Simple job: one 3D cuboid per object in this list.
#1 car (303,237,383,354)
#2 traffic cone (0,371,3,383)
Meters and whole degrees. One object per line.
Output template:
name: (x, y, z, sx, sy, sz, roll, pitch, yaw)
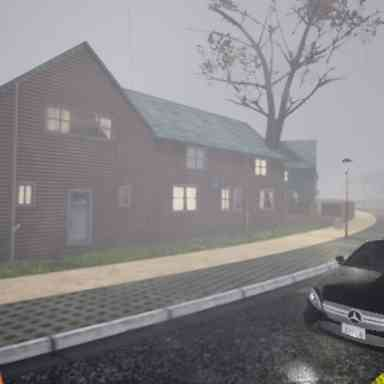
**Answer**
car: (3.791, 1.594, 5.981, 4.674, 1.442, 1.812, 1, 0, -44)
traffic cone: (-2.195, 1.961, 3.645, 0.340, 0.580, 0.340, 1, 0, -37)
